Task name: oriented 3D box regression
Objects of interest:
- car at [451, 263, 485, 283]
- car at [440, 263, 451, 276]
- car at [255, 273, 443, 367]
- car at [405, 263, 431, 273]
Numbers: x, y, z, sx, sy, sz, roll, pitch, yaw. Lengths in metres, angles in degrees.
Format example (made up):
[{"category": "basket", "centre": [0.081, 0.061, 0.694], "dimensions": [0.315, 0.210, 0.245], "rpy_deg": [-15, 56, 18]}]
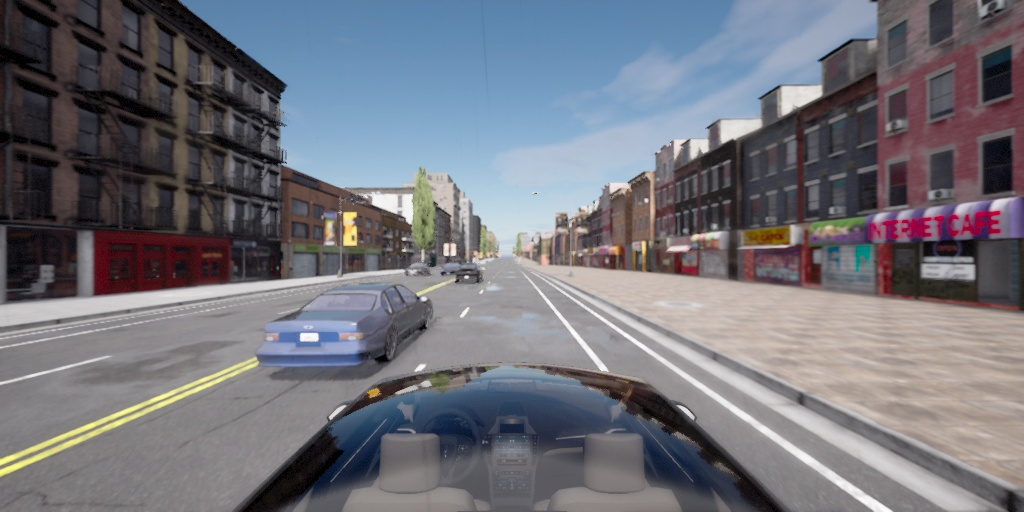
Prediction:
[{"category": "car", "centre": [-3.276, 1.288, 28.232], "dimensions": [1.837, 1.490, 4.892], "rpy_deg": [0, 0, 0]}, {"category": "car", "centre": [-6.693, 1.460, 40.139], "dimensions": [2.033, 1.411, 5.357], "rpy_deg": [0, -1, 0]}, {"category": "car", "centre": [-3.172, 1.309, 8.099], "dimensions": [2.033, 1.411, 5.357], "rpy_deg": [0, 0, 0]}, {"category": "car", "centre": [-9.951, 1.430, 38.190], "dimensions": [1.812, 1.442, 4.674], "rpy_deg": [0, -1, 0]}]
